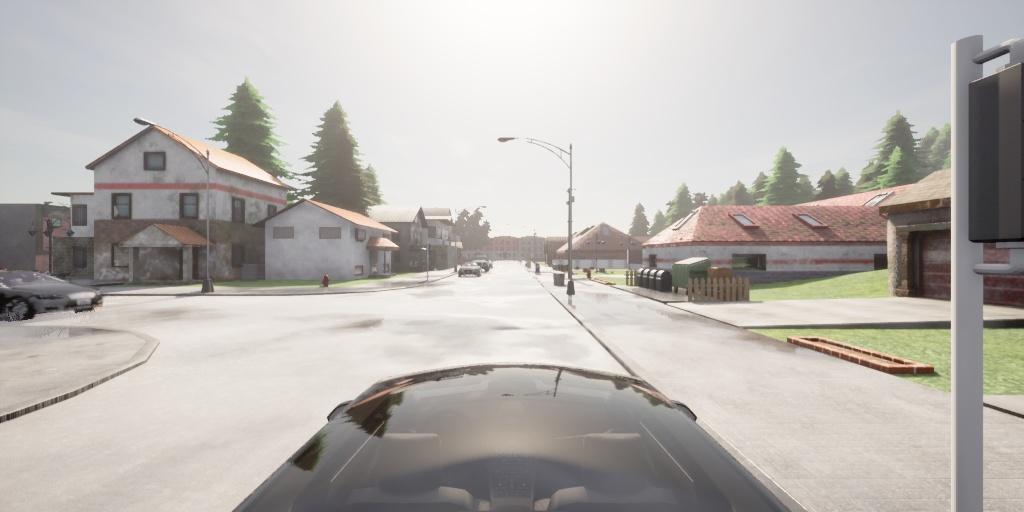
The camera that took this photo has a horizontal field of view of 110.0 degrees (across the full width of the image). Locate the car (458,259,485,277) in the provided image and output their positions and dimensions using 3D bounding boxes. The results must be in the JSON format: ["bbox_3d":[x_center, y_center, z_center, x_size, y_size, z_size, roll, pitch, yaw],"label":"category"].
[{"bbox_3d":[-4.089,1.314,35.454,1.994,1.385,4.181,0,0,0],"label":"car"}]

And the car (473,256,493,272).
[{"bbox_3d":[-4.081,0.971,46.144,2.150,2.045,5.566,0,0,0],"label":"car"}]

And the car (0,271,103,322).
[{"bbox_3d":[-16.526,1.241,11.794,4.902,1.511,2.128,0,0,0],"label":"car"}]
